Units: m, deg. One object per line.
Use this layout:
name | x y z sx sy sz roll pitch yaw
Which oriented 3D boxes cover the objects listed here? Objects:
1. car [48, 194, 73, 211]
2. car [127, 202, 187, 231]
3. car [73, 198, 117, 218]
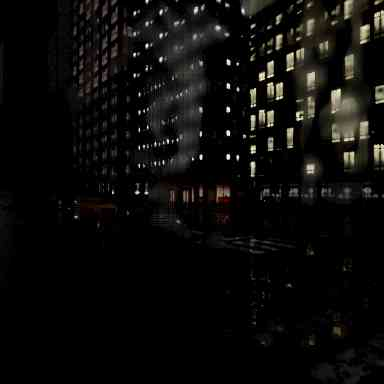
car | -13.711 1.045 35.292 2.097 1.767 4.553 0 0 -37
car | -2.193 1.344 19.795 2.128 1.511 4.902 0 0 -37
car | -7.824 1.254 27.364 1.882 1.535 5.008 0 0 -37
